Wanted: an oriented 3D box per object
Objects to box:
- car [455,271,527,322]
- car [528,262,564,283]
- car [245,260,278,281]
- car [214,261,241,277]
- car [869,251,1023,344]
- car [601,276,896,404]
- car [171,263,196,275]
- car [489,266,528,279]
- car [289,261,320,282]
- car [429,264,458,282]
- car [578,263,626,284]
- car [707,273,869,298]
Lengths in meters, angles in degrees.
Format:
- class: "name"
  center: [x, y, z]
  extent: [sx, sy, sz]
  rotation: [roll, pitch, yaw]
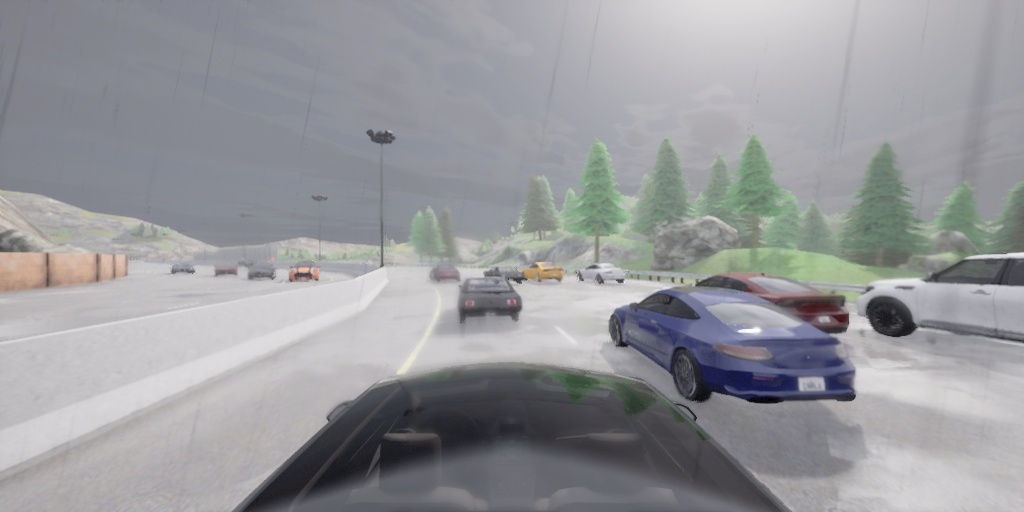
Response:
- class: "car"
  center: [-0.906, 1.365, 12.372]
  extent: [1.895, 1.301, 4.718]
  rotation: [0, 0, -8]
- class: "car"
  center: [2.343, 1.237, 28.312]
  extent: [1.882, 1.535, 5.008]
  rotation: [0, 0, -18]
- class: "car"
  center: [-22.462, 1.402, 32.447]
  extent: [1.837, 1.490, 4.892]
  rotation: [0, 0, -30]
- class: "car"
  center: [-30.893, 1.425, 38.873]
  extent: [1.882, 1.535, 5.008]
  rotation: [0, 0, -39]
- class: "car"
  center: [10.183, 0.921, 6.951]
  extent: [2.150, 2.045, 5.566]
  rotation: [0, 0, -3]
- class: "car"
  center: [3.211, 1.262, 6.273]
  extent: [1.812, 1.442, 4.674]
  rotation: [0, 0, -3]
- class: "car"
  center: [-40.510, 1.567, 44.149]
  extent: [4.181, 1.385, 1.994]
  rotation: [0, 0, 43]
- class: "car"
  center: [-0.725, 1.376, 26.638]
  extent: [1.895, 1.301, 4.718]
  rotation: [0, 0, -18]
- class: "car"
  center: [-17.516, 1.220, 30.441]
  extent: [2.097, 1.767, 4.553]
  rotation: [0, 0, -26]
- class: "car"
  center: [-5.620, 1.368, 29.718]
  extent: [1.994, 1.385, 4.181]
  rotation: [0, 0, -21]
- class: "car"
  center: [6.570, 1.261, 26.570]
  extent: [1.812, 1.442, 4.674]
  rotation: [0, 0, -17]
- class: "car"
  center: [6.361, 1.200, 10.047]
  extent: [1.882, 1.535, 5.008]
  rotation: [0, 0, -6]
